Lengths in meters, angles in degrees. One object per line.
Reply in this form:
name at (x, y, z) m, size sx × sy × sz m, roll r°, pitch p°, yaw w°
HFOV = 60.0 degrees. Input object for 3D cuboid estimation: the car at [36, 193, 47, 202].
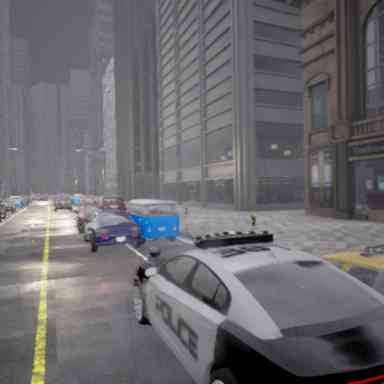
car at (-35.795, 1.380, 79.592) m, size 2.097 × 1.767 × 4.553 m, roll -1°, pitch 1°, yaw -23°

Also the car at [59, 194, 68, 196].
car at (-22.530, 1.513, 56.186) m, size 1.994 × 1.385 × 4.181 m, roll -1°, pitch 1°, yaw -23°

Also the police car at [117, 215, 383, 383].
police car at (0.513, 1.363, 4.526) m, size 1.930 × 1.638 × 5.238 m, roll -1°, pitch 1°, yaw -23°

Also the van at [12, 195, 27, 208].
van at (-25.177, 1.426, 47.707) m, size 1.690 × 1.788 × 3.998 m, roll -1°, pitch 1°, yaw -23°

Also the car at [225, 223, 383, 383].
car at (2.425, 1.419, 4.798) m, size 1.752 × 1.417 × 4.829 m, roll -1°, pitch 1°, yaw -23°

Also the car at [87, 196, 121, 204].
car at (-6.326, 1.203, 25.272) m, size 2.192 × 1.841 × 5.009 m, roll -1°, pitch 1°, yaw -23°

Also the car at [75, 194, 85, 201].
car at (-12.934, 1.326, 40.747) m, size 1.967 × 1.590 × 4.097 m, roll -1°, pitch 1°, yaw -23°

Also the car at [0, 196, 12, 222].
car at (-16.363, 1.402, 27.073) m, size 2.192 × 1.841 × 5.009 m, roll -1°, pitch 1°, yaw -23°

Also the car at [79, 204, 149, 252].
car at (-3.370, 1.461, 13.622) m, size 1.812 × 1.442 × 4.674 m, roll -1°, pitch 1°, yaw -23°

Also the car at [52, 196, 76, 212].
car at (-15.048, 1.498, 38.730) m, size 2.033 × 1.411 × 5.357 m, roll -1°, pitch 1°, yaw -23°

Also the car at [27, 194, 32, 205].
car at (-29.583, 1.524, 58.026) m, size 1.967 × 1.590 × 4.097 m, roll -1°, pitch 1°, yaw -23°

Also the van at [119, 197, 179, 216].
van at (-1.919, 1.232, 14.956) m, size 1.690 × 1.788 × 3.998 m, roll -1°, pitch 1°, yaw -23°

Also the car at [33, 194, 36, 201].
car at (-36.125, 1.614, 73.345) m, size 1.752 × 1.417 × 4.829 m, roll -1°, pitch 1°, yaw -23°

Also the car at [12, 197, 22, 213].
car at (-20.766, 1.636, 37.392) m, size 2.008 × 1.369 × 4.403 m, roll -1°, pitch 1°, yaw -23°

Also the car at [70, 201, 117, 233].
car at (-5.727, 1.459, 19.140) m, size 1.812 × 1.442 × 4.674 m, roll -1°, pitch 1°, yaw -23°

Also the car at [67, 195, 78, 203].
car at (-24.017, 1.410, 66.696) m, size 1.752 × 1.417 × 4.829 m, roll -1°, pitch 1°, yaw -23°

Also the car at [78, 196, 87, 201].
car at (-10.728, 1.431, 35.590) m, size 1.887 × 1.381 × 4.507 m, roll -1°, pitch 1°, yaw -23°
